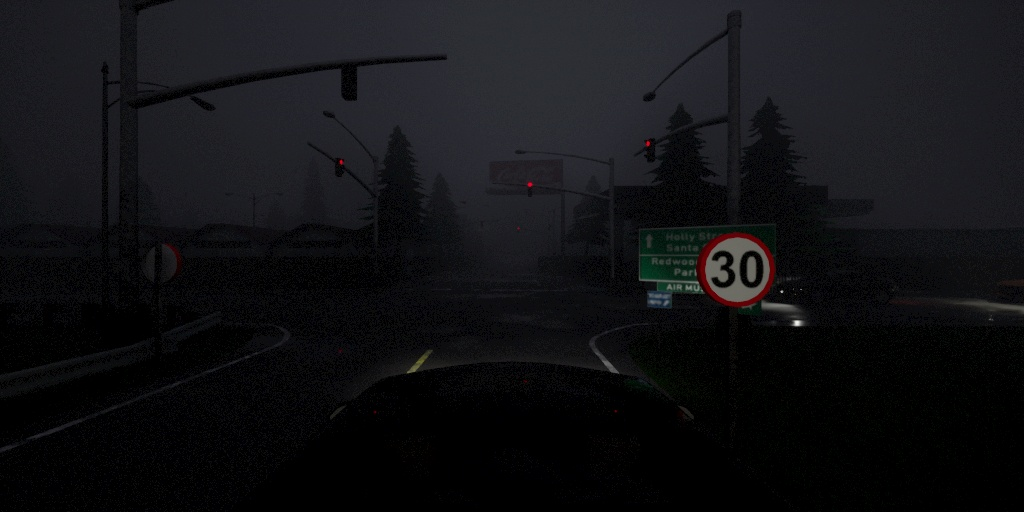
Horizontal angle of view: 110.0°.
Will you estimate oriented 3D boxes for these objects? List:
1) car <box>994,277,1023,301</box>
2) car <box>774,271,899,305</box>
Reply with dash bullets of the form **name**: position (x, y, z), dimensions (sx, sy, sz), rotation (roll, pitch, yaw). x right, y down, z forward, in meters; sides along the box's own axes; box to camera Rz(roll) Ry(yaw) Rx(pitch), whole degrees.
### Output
- **car**: position (25.943, 1.419, 16.806), dimensions (5.008, 1.535, 1.882), rotation (0, 0, 1)
- **car**: position (15.197, 1.446, 16.947), dimensions (4.892, 1.490, 1.837), rotation (0, 0, 1)
